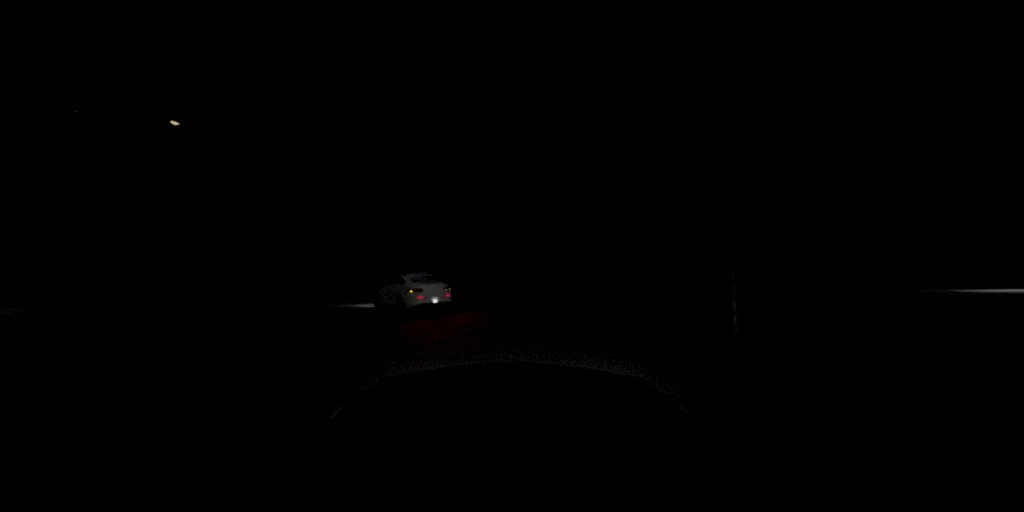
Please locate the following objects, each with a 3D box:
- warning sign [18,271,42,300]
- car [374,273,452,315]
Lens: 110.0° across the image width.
[{"bbox_3d":[-31.494,1.895,23.514,1.060,1.860,1.300,0,0,2],"label":"warning sign"},{"bbox_3d":[-4.009,1.400,14.279,1.812,1.442,4.674,0,-2,-36],"label":"car"}]
